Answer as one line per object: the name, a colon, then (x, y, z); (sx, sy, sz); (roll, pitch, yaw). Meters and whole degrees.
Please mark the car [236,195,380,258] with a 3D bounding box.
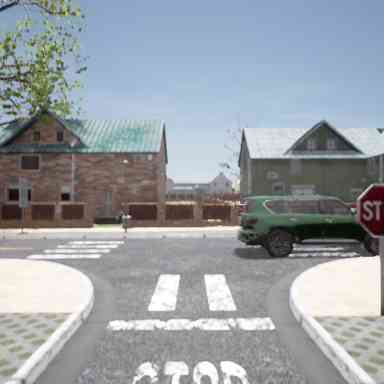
car: (4.386, 1.131, 11.862); (5.566, 2.045, 2.150); (-1, -1, 0)
